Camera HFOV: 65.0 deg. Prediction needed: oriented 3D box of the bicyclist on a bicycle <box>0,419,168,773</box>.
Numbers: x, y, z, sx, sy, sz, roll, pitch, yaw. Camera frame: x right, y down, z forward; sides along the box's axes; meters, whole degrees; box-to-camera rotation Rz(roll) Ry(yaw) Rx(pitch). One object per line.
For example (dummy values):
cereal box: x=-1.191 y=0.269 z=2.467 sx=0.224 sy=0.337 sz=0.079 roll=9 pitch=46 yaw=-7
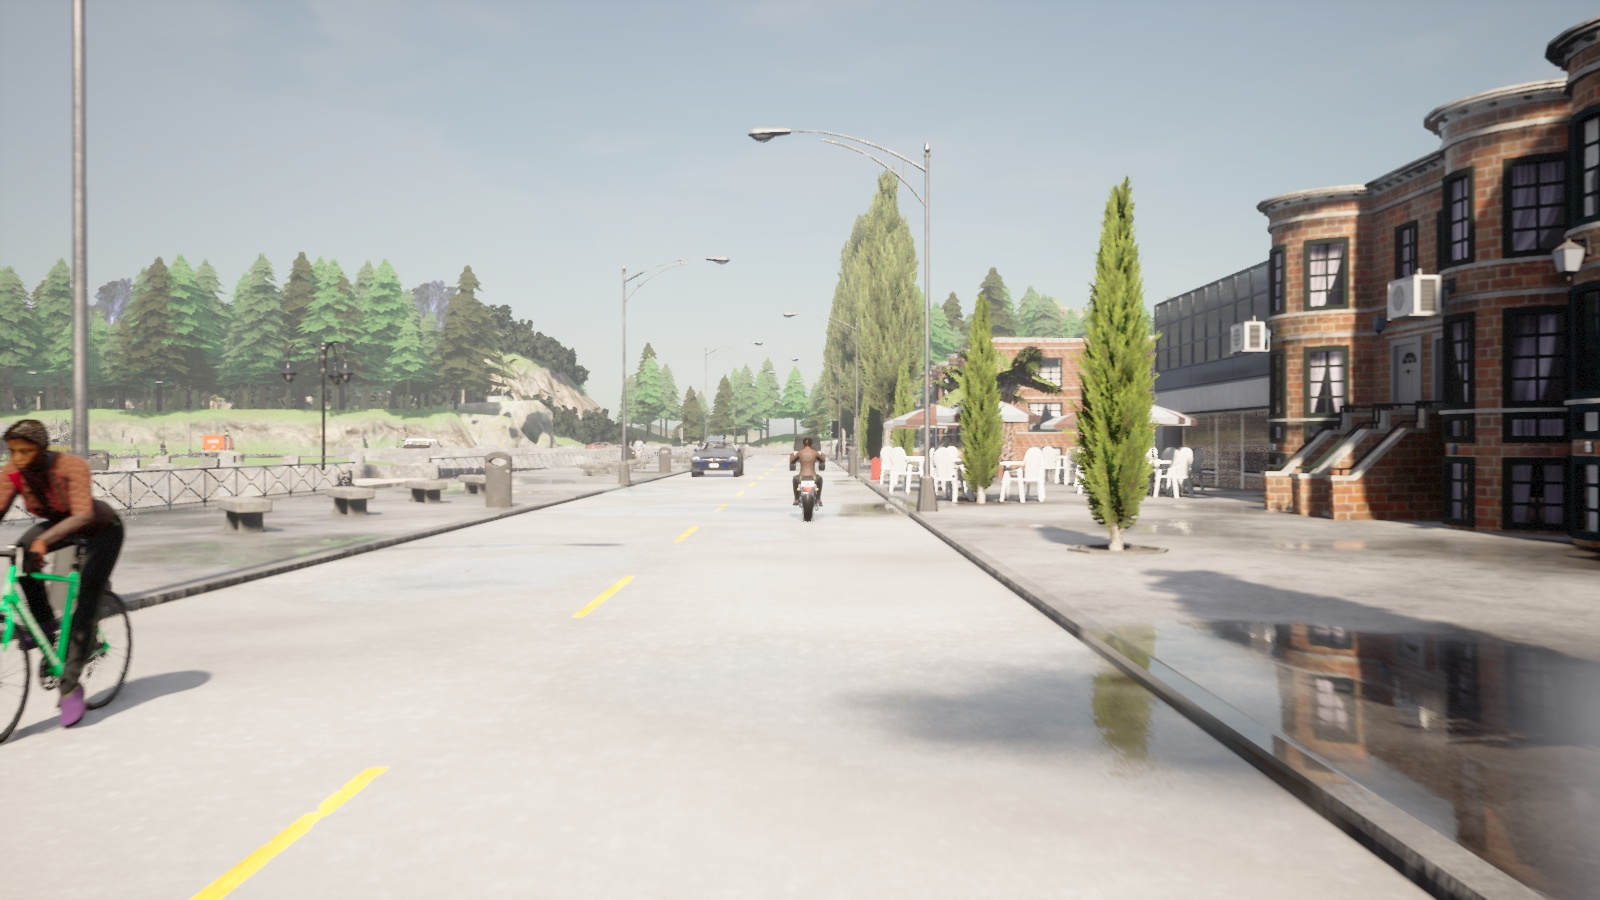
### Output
bicyclist on a bicycle: x=-3.948 y=0.660 z=6.424 sx=0.582 sy=1.620 sz=1.656 roll=0 pitch=1 yaw=0

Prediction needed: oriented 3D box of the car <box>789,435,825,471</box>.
car: x=0.394 y=0.157 z=68.528 sx=1.905 sy=1.878 sz=3.866 roll=0 pitch=0 yaw=0

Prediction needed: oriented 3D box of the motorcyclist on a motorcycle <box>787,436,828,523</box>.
motorcyclist on a motorcycle: x=0.153 y=0.557 z=24.878 sx=0.766 sy=1.649 sz=2.350 roll=0 pitch=0 yaw=0

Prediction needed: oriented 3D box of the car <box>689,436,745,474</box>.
car: x=-3.673 y=0.205 z=56.234 sx=2.152 sy=1.651 sz=5.027 roll=0 pitch=0 yaw=0
